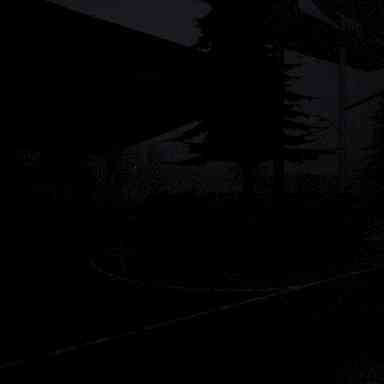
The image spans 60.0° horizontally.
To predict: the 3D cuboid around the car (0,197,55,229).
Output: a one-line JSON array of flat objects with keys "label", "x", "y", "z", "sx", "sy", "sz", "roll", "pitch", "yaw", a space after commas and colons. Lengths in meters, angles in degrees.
[{"label": "car", "x": -11.876, "y": 1.313, "z": 23.538, "sx": 3.866, "sy": 1.878, "sz": 1.905, "roll": 0, "pitch": 0, "yaw": -36}]
